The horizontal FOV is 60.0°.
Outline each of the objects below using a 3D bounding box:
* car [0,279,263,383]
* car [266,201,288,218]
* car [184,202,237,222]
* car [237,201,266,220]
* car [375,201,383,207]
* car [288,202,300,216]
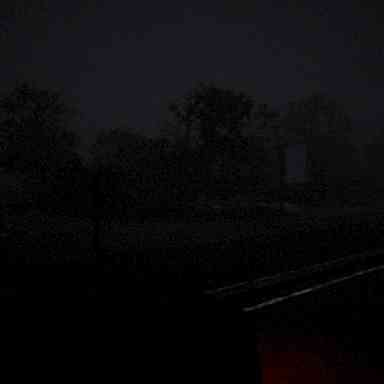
[{"bbox_3d":[-1.646,1.510,2.287,5.008,1.535,1.882,0,-1,-38],"label":"car"},{"bbox_3d":[6.400,1.657,32.386,2.097,1.535,5.008,0,-1,-38],"label":"car"},{"bbox_3d":[1.251,1.700,28.339,2.002,1.452,4.674,0,-1,-38],"label":"car"},{"bbox_3d":[3.831,1.660,30.358,2.231,1.521,4.892,0,-1,-38],"label":"car"},{"bbox_3d":[31.304,1.646,51.892,2.097,1.535,5.008,0,-1,-38],"label":"car"},{"bbox_3d":[8.884,1.695,34.322,2.002,1.452,4.674,0,-1,-38],"label":"car"}]
